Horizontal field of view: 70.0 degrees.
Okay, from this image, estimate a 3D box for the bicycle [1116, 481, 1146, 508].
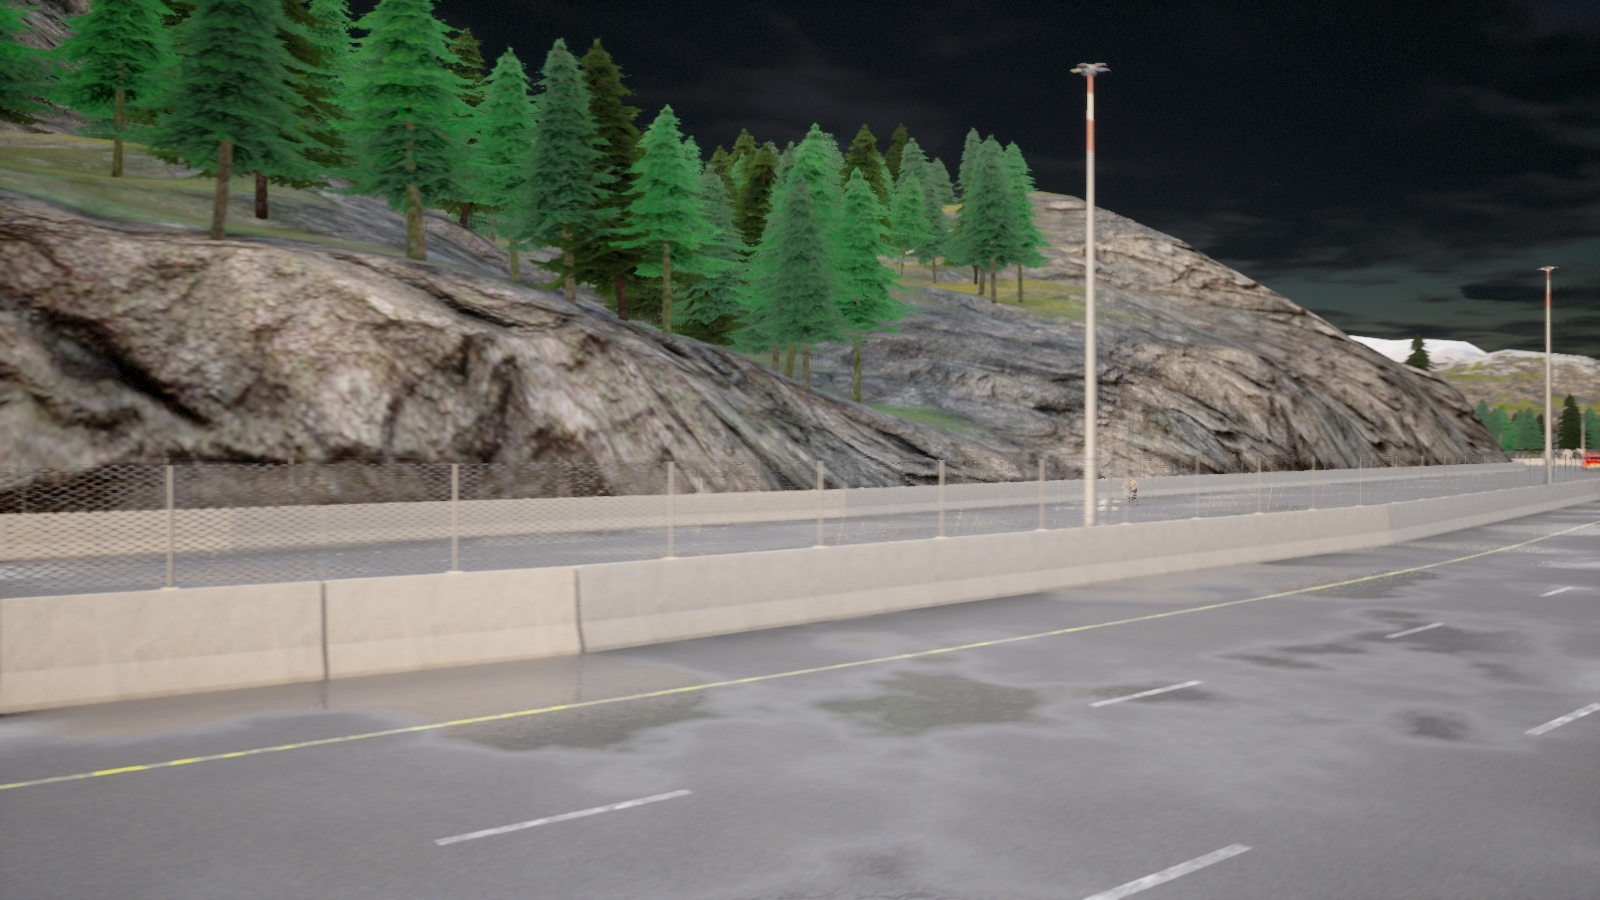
[{"bbox_3d":[16.584,2.212,57.233,0.859,1.295,1.487,0,0,43],"label":"bicycle"}]
